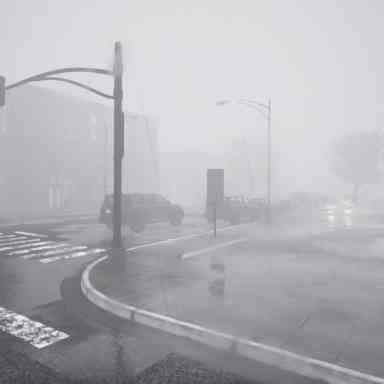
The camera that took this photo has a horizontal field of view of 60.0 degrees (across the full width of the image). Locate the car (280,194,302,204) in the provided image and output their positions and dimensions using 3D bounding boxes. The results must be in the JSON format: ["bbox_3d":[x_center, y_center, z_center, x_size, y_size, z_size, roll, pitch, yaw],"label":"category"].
[{"bbox_3d":[14.823,0.970,49.650,1.895,1.301,4.718,1,1,35],"label":"car"}]

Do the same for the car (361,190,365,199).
[{"bbox_3d":[31.119,0.749,63.181,1.802,1.307,4.206,1,2,35],"label":"car"}]

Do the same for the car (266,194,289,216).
[{"bbox_3d":[5.885,1.151,26.717,1.967,1.590,4.097,1,2,35],"label":"car"}]

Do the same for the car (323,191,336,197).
[{"bbox_3d":[33.684,0.435,81.612,2.008,1.369,4.403,2,2,35],"label":"car"}]

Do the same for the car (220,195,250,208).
[{"bbox_3d":[5.295,1.068,40.594,1.947,1.339,4.313,1,2,35],"label":"car"}]

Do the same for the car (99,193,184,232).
[{"bbox_3d":[-2.708,1.043,19.043,2.150,2.045,5.566,1,1,35],"label":"car"}]

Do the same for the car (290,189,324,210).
[{"bbox_3d":[12.196,0.892,35.831,2.192,1.841,5.009,1,2,35],"label":"car"}]

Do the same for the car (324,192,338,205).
[{"bbox_3d":[18.502,1.008,44.951,1.947,1.339,4.313,1,2,35],"label":"car"}]

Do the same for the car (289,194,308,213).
[{"bbox_3d":[9.039,1.195,31.278,2.008,1.369,4.403,1,2,35],"label":"car"}]

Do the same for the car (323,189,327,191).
[{"bbox_3d":[27.377,0.464,72.494,1.967,1.590,4.097,1,2,35],"label":"car"}]

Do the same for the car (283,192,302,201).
[{"bbox_3d":[17.816,0.758,58.683,1.752,1.417,4.829,1,2,35],"label":"car"}]

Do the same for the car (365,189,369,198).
[{"bbox_3d":[34.371,0.621,67.877,1.752,1.417,4.829,1,2,35],"label":"car"}]

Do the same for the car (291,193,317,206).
[{"bbox_3d":[15.046,0.923,44.604,1.882,1.535,5.008,1,1,35],"label":"car"}]

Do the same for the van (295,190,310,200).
[{"bbox_3d":[21.069,0.503,63.376,1.690,1.788,3.998,1,2,35],"label":"van"}]

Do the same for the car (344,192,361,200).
[{"bbox_3d":[27.965,0.787,58.623,2.008,1.369,4.403,1,2,35],"label":"car"}]

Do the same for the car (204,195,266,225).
[{"bbox_3d":[2.732,1.093,22.157,2.192,1.841,5.009,1,2,35],"label":"car"}]

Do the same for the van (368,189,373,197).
[{"bbox_3d":[40.585,0.300,76.849,1.690,1.788,3.998,1,2,35],"label":"van"}]
